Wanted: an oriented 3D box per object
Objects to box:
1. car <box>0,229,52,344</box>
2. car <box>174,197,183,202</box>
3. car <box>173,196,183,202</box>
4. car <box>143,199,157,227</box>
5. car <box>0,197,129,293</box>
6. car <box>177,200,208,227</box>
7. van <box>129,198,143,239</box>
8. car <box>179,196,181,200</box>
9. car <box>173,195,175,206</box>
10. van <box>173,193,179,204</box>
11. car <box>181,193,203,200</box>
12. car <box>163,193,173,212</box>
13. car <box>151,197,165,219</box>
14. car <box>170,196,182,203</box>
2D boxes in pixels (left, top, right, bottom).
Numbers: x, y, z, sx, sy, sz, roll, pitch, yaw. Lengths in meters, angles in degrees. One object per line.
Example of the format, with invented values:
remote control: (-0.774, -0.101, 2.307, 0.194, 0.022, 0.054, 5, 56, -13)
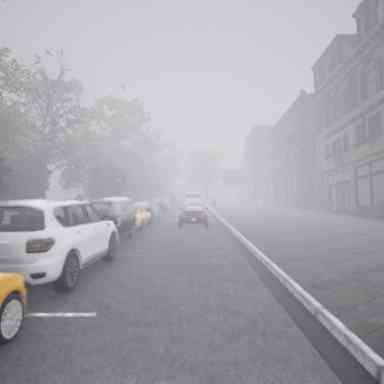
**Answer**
car: (-3.652, 1.471, 3.370, 2.097, 1.535, 5.008, 0, 0, 2)
car: (-3.628, 2.040, 92.449, 2.097, 1.535, 5.008, 0, -1, 2)
car: (-3.622, 1.898, 86.890, 2.097, 1.535, 5.008, 1, -2, 2)
car: (-3.642, 1.429, 20.271, 1.946, 1.575, 5.366, 0, 0, 2)
car: (-3.651, 1.206, 8.974, 2.435, 2.045, 5.566, 0, 0, 2)
car: (0.102, 1.474, 22.231, 1.812, 1.442, 4.674, 0, 0, 0)
van: (-3.647, 1.218, 14.632, 1.878, 1.987, 4.442, 0, 0, 2)
car: (-3.644, 1.246, 59.048, 2.185, 1.767, 4.553, 0, 0, 2)
car: (-3.645, 1.437, 42.365, 2.002, 1.452, 4.674, 0, 0, 2)
van: (-3.640, 1.154, 53.625, 1.878, 1.987, 4.442, 0, 0, 2)
car: (0.106, 1.139, 41.117, 2.150, 2.045, 5.566, 0, 0, 0)
car: (-3.648, 1.279, 36.765, 2.185, 1.767, 4.553, 0, 0, 2)
car: (-3.649, 1.422, 25.650, 2.097, 1.535, 5.008, 0, 0, 2)
car: (-3.622, 1.643, 75.783, 2.163, 1.488, 4.792, 1, -1, 2)
